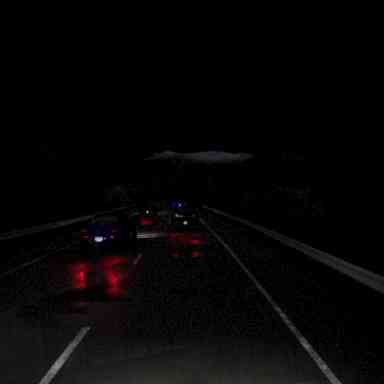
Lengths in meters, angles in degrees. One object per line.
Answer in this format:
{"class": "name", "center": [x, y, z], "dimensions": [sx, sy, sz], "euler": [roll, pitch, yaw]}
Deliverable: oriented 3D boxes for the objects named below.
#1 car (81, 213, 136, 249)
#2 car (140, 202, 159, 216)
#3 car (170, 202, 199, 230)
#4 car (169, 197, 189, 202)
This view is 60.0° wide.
{"class": "car", "center": [-3.700, 1.684, 15.227], "dimensions": [1.812, 1.442, 4.674], "euler": [0, -1, -2]}
{"class": "car", "center": [-4.873, 1.891, 37.716], "dimensions": [1.837, 1.490, 4.892], "euler": [0, -1, -4]}
{"class": "car", "center": [-0.521, 1.730, 23.187], "dimensions": [2.128, 1.511, 4.902], "euler": [0, 0, -3]}
{"class": "car", "center": [-1.560, 1.634, 40.805], "dimensions": [2.150, 2.045, 5.566], "euler": [0, -1, -4]}
